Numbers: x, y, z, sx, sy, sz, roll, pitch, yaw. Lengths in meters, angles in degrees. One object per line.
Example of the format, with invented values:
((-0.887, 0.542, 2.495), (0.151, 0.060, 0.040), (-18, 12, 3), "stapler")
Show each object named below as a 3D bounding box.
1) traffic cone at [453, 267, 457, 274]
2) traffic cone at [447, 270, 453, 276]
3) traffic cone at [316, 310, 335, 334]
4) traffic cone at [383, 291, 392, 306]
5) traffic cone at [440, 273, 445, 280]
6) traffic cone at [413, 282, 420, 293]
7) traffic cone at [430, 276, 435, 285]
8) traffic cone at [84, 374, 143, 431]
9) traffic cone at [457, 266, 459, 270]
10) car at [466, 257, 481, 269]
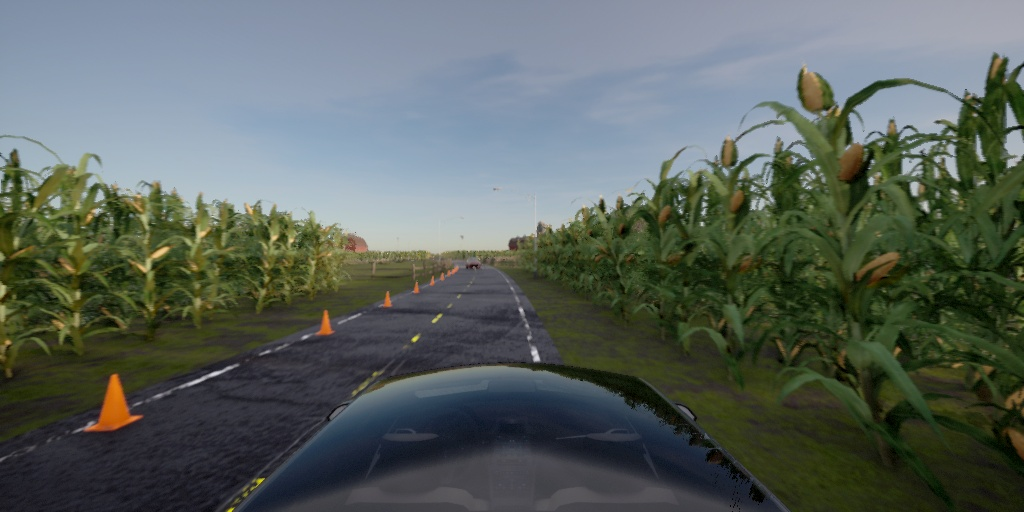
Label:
((-6.422, 1.617, 39.018), (0.340, 0.580, 0.340), (0, 0, -5), "traffic cone")
((-6.009, 1.628, 34.064), (0.340, 0.580, 0.340), (0, 0, -4), "traffic cone")
((-4.799, 1.692, 9.238), (0.340, 0.580, 0.340), (0, 0, -1), "traffic cone")
((-4.925, 1.679, 14.208), (0.340, 0.580, 0.340), (0, 0, -2), "traffic cone")
((-5.651, 1.641, 29.105), (0.340, 0.580, 0.340), (0, 0, -4), "traffic cone")
((-5.110, 1.666, 19.176), (0.340, 0.580, 0.340), (0, 0, -2), "traffic cone")
((-5.352, 1.653, 24.142), (0.340, 0.580, 0.340), (0, 0, -3), "traffic cone")
((-4.729, 1.705, 4.267), (0.340, 0.580, 0.340), (0, 0, 0), "traffic cone")
((-6.894, 1.605, 43.967), (0.340, 0.580, 0.340), (0, 0, -6), "traffic cone")
((-5.577, 0.982, 51.911), (2.097, 1.767, 4.553), (0, 0, -8), "car")
